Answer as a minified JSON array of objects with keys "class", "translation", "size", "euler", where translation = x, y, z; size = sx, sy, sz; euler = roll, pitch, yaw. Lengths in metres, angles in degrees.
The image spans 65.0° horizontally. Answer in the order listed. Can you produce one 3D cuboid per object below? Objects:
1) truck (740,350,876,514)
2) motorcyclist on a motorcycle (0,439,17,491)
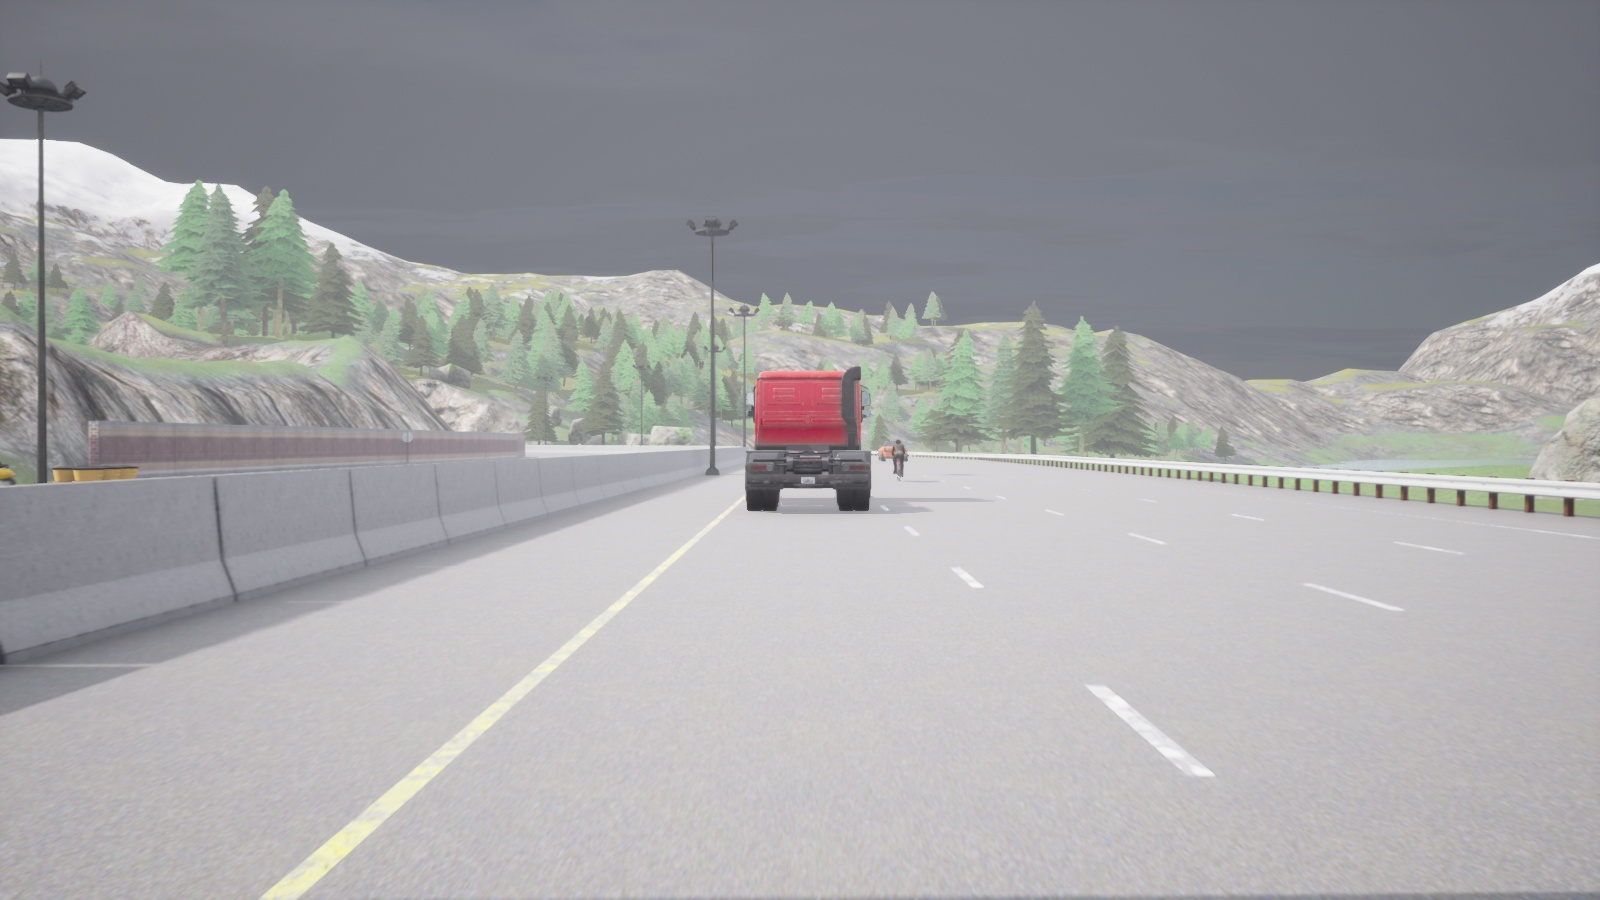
[{"class":"truck","translation":[0.192,-0.407,30.546],"size":[2.891,3.462,7.936],"euler":[0,0,0]},{"class":"motorcyclist on a motorcycle","translation":[-25.211,0.452,38.629],"size":[1.817,1.590,0.866],"euler":[1,-2,-26]}]
